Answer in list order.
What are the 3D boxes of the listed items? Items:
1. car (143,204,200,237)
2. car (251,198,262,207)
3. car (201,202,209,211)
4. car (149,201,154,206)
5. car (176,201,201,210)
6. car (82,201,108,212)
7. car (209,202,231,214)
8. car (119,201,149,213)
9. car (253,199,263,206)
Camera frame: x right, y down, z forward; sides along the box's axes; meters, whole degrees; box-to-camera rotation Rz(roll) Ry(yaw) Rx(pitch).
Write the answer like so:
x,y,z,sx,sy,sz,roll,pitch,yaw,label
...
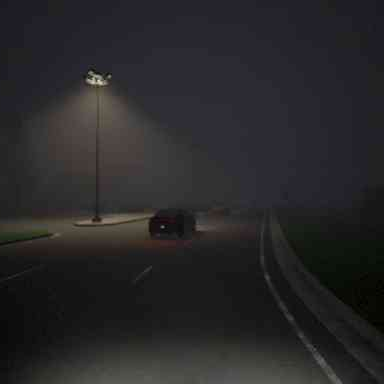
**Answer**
x,y,z,sx,sy,sz,roll,pitch,yaw,label
-1.041,1.689,19.685,1.882,1.535,5.008,0,-1,11,car
12.997,2.061,66.844,2.097,1.767,4.553,0,-1,13,car
1.749,2.083,48.755,1.994,1.385,4.181,0,-1,13,car
-8.056,2.182,57.805,1.994,1.385,4.181,0,-1,13,car
-0.707,1.753,37.465,2.097,1.767,4.553,0,-1,13,car
-13.931,1.992,47.852,1.882,1.535,5.008,0,0,13,car
3.706,1.915,41.126,1.882,1.535,5.008,0,-1,13,car
-7.717,2.068,43.626,1.895,1.301,4.718,0,-1,13,car
15.004,2.327,75.732,2.128,1.511,4.902,0,-1,13,car
